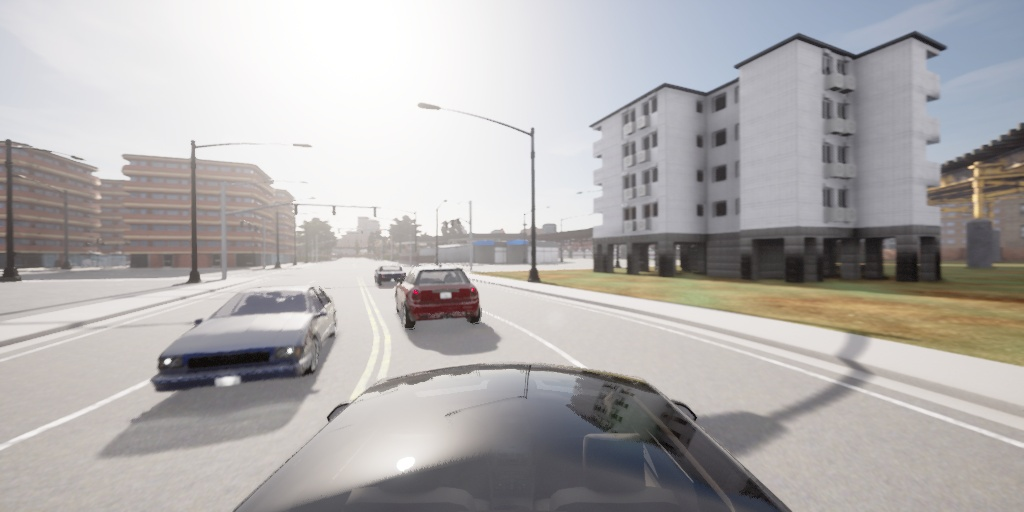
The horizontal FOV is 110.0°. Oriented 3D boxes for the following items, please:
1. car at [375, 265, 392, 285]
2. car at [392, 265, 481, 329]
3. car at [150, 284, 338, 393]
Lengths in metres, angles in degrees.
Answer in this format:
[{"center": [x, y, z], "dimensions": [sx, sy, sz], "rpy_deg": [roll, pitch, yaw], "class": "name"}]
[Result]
[{"center": [-8.874, 1.324, 26.013], "dimensions": [1.895, 1.301, 4.718], "rpy_deg": [-1, 0, -24], "class": "car"}, {"center": [-2.564, 1.081, 11.621], "dimensions": [2.097, 1.767, 4.553], "rpy_deg": [-1, 0, -22], "class": "car"}, {"center": [-4.775, 1.315, 7.368], "dimensions": [2.033, 1.411, 5.357], "rpy_deg": [-1, 0, -20], "class": "car"}]
